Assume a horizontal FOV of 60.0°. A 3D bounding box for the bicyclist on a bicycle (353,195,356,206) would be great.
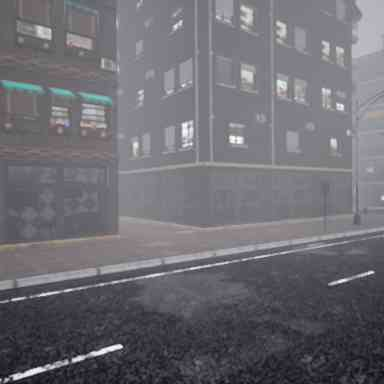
[{"bbox_3d":[22.242,1.207,45.796,1.656,1.620,0.582,-1,0,-36],"label":"bicyclist on a bicycle"}]
